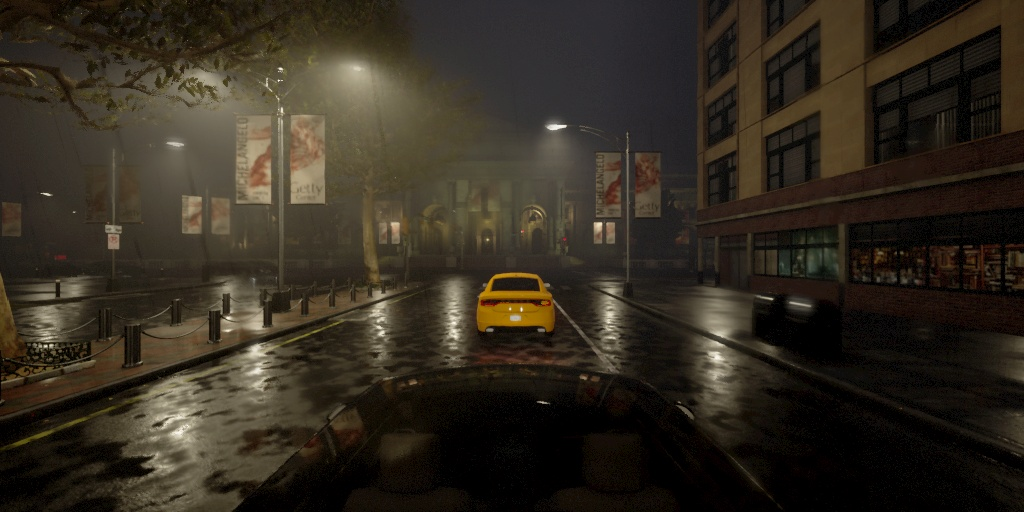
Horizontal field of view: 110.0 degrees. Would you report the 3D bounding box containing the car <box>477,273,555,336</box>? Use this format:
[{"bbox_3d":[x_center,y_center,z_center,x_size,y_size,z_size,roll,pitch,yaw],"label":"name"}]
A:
[{"bbox_3d":[0.122,1.228,10.431,1.882,1.535,5.008,0,0,1],"label":"car"}]

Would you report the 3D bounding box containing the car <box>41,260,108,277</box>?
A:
[{"bbox_3d":[-42.821,1.313,34.913,4.181,1.385,1.994,0,0,0],"label":"car"}]

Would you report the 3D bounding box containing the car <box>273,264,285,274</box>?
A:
[{"bbox_3d":[-26.906,1.257,38.269,4.892,1.490,1.837,-1,0,1],"label":"car"}]

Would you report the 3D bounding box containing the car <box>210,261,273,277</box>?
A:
[{"bbox_3d":[-26.123,1.257,34.303,4.892,1.490,1.837,-1,0,6],"label":"car"}]

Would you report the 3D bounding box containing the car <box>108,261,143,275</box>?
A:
[{"bbox_3d":[-42.571,1.228,38.424,5.008,1.535,1.882,0,0,0],"label":"car"}]
